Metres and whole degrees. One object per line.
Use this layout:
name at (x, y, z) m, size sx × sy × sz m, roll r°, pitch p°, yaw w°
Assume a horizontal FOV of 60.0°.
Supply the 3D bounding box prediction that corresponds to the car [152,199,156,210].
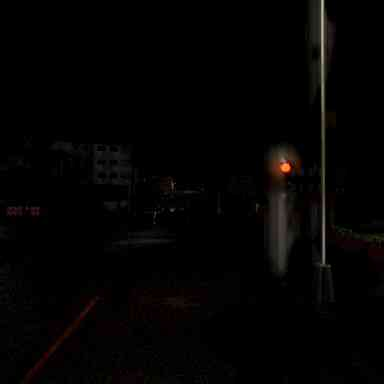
car at (-4.040, 1.491, 43.023) m, size 2.128 × 1.511 × 4.902 m, roll 0°, pitch 0°, yaw 0°

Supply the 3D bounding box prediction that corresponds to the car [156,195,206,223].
car at (-0.557, 1.352, 25.782) m, size 2.097 × 1.767 × 4.553 m, roll 0°, pitch 0°, yaw 25°

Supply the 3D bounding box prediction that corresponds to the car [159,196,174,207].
car at (-4.019, 1.491, 52.987) m, size 2.128 × 1.511 × 4.902 m, roll 0°, pitch 0°, yaw 0°

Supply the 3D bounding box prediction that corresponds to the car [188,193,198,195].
car at (0.183, 1.221, 59.551) m, size 2.150 × 2.045 × 5.566 m, roll 0°, pitch 0°, yaw 0°

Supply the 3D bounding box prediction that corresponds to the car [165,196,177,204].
car at (-3.966, 1.477, 63.162) m, size 1.882 × 1.535 × 5.008 m, roll 0°, pitch 0°, yaw 0°

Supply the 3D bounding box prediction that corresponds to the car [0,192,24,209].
car at (-19.709, 0.985, 34.940) m, size 1.905 × 1.878 × 3.866 m, roll 0°, pitch 0°, yaw 35°
